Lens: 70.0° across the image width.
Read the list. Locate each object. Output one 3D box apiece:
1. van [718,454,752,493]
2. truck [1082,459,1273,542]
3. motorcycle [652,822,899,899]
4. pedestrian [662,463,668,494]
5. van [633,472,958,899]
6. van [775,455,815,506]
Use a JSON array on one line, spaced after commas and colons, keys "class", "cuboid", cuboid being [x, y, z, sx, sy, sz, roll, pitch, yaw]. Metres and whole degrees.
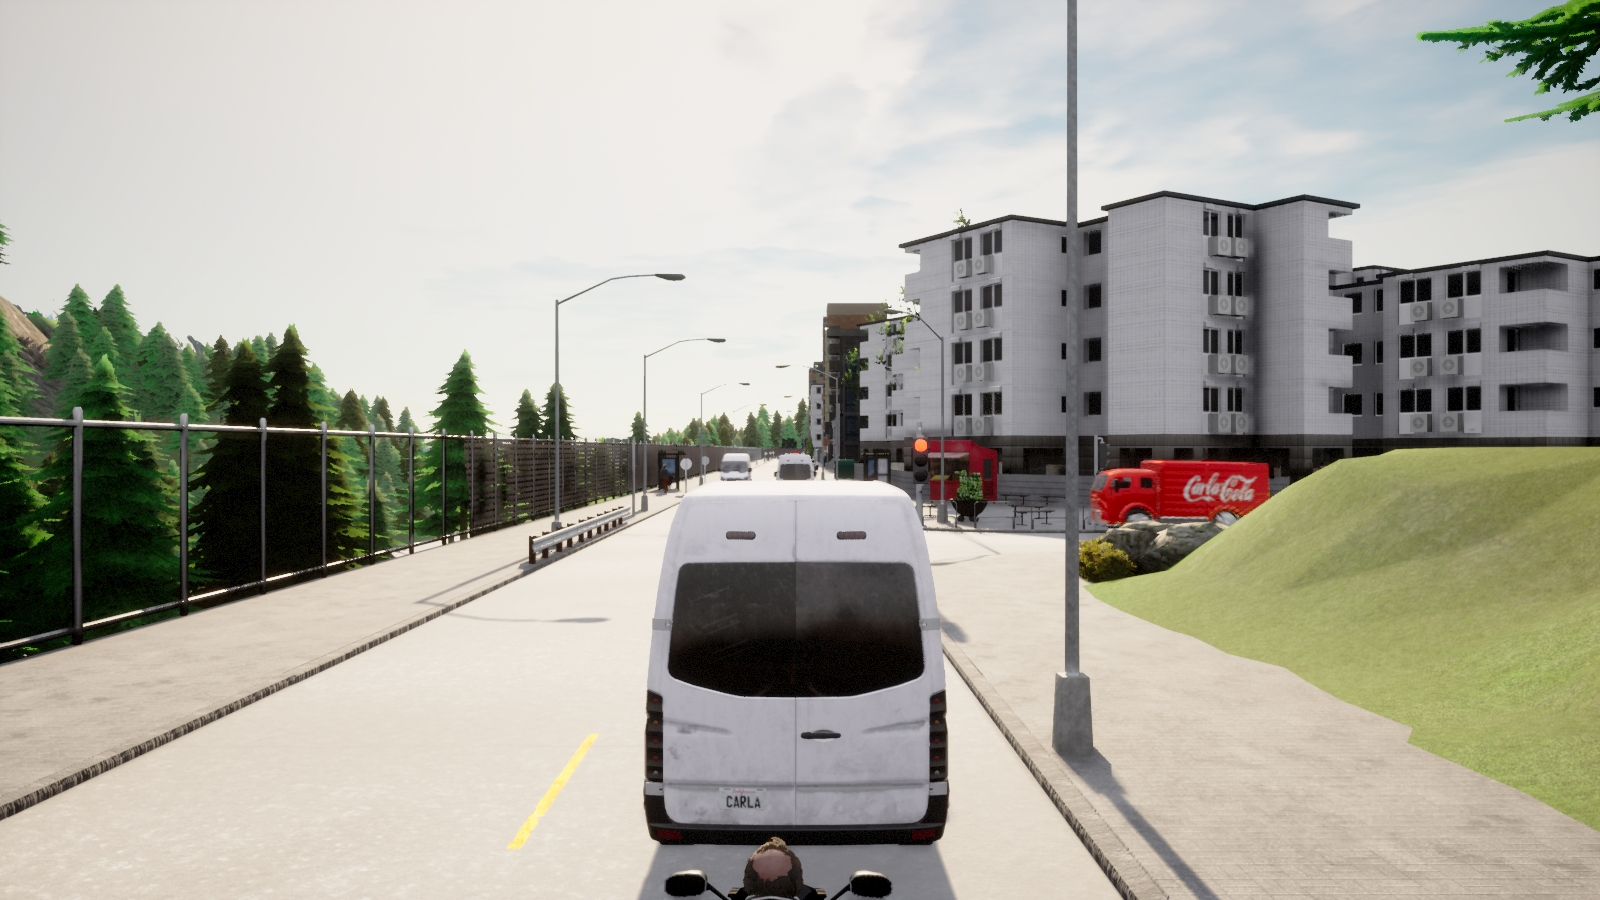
[{"class": "van", "cuboid": [-4.344, 1.534, 77.457, 1.988, 2.561, 5.915, 0, 0, 0]}, {"class": "truck", "cuboid": [11.964, 1.578, 36.521, 5.204, 2.467, 2.627, 1, 0, 0]}, {"class": "motorcycle", "cuboid": [-0.090, 2.205, 3.746, 0.867, 1.251, 2.209, 0, 0, 1]}, {"class": "pedestrian", "cuboid": [-8.275, 1.744, 70.014, 0.375, 1.860, 0.375, 0, 0, 0]}, {"class": "van", "cuboid": [-0.034, 1.534, 9.946, 1.988, 2.561, 5.915, 0, 0, 0]}, {"class": "van", "cuboid": [-0.266, 1.534, 60.760, 1.988, 2.561, 5.915, 0, 0, 0]}]
